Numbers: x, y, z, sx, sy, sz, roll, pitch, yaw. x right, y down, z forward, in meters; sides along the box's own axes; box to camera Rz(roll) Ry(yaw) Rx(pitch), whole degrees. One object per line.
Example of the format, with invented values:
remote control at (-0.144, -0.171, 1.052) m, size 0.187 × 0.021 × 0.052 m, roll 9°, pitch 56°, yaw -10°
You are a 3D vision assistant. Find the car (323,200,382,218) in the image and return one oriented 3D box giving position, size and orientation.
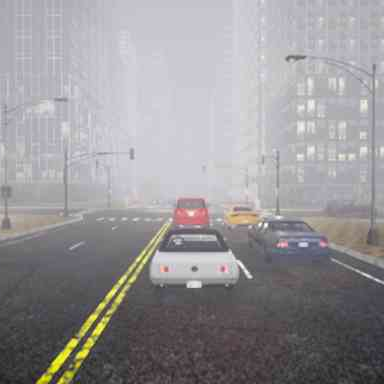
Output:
car at (15.951, 1.699, 33.801) m, size 5.009 × 1.841 × 2.192 m, roll 0°, pitch 0°, yaw 1°

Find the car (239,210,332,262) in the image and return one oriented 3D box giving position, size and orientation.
car at (3.265, 1.609, 12.275) m, size 2.033 × 1.411 × 5.357 m, roll 0°, pitch 0°, yaw 0°

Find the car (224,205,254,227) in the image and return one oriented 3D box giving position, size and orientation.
car at (3.190, 1.587, 22.106) m, size 1.882 × 1.535 × 5.008 m, roll 0°, pitch 0°, yaw 1°

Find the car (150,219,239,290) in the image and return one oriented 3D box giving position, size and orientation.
car at (0.034, 1.648, 9.141) m, size 1.895 × 1.301 × 4.718 m, roll 0°, pitch 0°, yaw 0°

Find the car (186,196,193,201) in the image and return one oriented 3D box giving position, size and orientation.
car at (-0.705, 1.780, 94.886) m, size 1.812 × 1.442 × 4.674 m, roll 0°, pitch 0°, yaw 0°

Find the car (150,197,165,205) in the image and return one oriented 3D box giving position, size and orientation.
car at (-7.016, 1.795, 64.515) m, size 2.128 × 1.511 × 4.902 m, roll 0°, pitch 0°, yaw 0°

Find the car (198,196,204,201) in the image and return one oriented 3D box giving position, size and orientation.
car at (2.545, 1.779, 94.910) m, size 1.812 × 1.442 × 4.674 m, roll 0°, pitch 0°, yaw 0°

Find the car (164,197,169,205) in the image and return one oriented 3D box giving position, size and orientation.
car at (-3.766, 1.866, 64.429) m, size 1.994 × 1.385 × 4.181 m, roll 0°, pitch 0°, yaw 0°

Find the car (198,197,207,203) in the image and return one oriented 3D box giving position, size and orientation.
car at (2.623, 1.915, 84.492) m, size 2.033 × 1.411 × 5.357 m, roll 0°, pitch 0°, yaw 0°

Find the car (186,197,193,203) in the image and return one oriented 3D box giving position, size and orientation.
car at (-0.630, 1.902, 84.884) m, size 1.812 × 1.442 × 4.674 m, roll 0°, pitch 0°, yaw 0°

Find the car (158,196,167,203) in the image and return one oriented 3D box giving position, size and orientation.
car at (-7.094, 1.844, 79.900) m, size 1.882 × 1.535 × 5.008 m, roll 0°, pitch 0°, yaw 0°

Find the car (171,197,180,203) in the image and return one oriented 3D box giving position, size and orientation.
car at (-3.840, 1.959, 79.421) m, size 1.895 × 1.301 × 4.718 m, roll 0°, pitch 0°, yaw 0°

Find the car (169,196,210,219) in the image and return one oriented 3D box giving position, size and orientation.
car at (-0.055, 1.326, 20.993) m, size 2.150 × 2.045 × 5.566 m, roll 0°, pitch 0°, yaw 0°
